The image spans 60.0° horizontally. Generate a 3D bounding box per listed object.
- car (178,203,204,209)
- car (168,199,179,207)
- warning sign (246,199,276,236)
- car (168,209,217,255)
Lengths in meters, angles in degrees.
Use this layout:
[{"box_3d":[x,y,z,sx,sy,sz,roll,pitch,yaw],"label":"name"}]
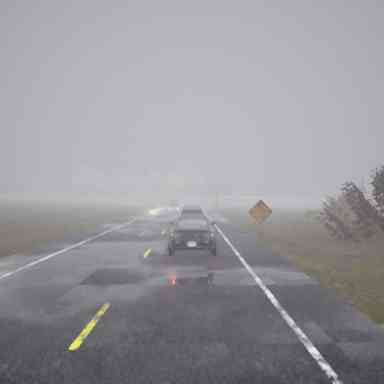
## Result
[{"box_3d":[0.033,1.789,29.253,1.882,1.535,5.008,0,0,1],"label":"car"},{"box_3d":[-3.510,2.204,65.369,1.837,1.490,4.892,0,-1,0],"label":"car"},{"box_3d":[3.548,1.299,17.236,1.300,1.860,1.060,0,-1,0],"label":"warning sign"},{"box_3d":[0.030,1.674,13.899,1.812,1.442,4.674,0,0,1],"label":"car"}]
